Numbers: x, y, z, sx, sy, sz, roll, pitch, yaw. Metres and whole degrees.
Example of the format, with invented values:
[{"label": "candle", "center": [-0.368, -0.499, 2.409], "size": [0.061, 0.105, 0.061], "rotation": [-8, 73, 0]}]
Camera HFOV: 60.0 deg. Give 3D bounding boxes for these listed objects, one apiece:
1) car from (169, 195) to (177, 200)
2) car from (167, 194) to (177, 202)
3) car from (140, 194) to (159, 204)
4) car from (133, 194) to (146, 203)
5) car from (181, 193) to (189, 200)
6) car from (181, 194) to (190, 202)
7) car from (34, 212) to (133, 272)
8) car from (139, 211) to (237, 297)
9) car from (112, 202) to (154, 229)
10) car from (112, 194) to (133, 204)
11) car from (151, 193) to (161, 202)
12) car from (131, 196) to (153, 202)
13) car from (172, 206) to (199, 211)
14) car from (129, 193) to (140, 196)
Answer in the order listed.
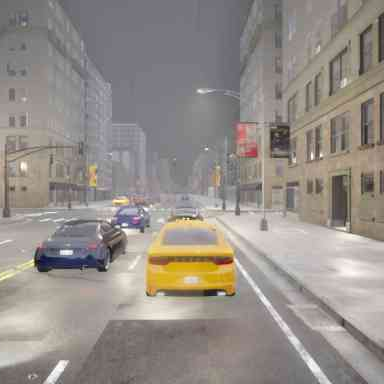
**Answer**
[{"label": "car", "center": [-5.115, 1.438, 90.644], "size": [2.033, 1.411, 5.357], "rotation": [0, 0, -1]}, {"label": "car", "center": [-4.905, 1.381, 80.613], "size": [2.097, 1.767, 4.553], "rotation": [0, 0, -1]}, {"label": "car", "center": [-7.800, 1.574, 60.791], "size": [2.033, 1.411, 5.357], "rotation": [0, 0, -1]}, {"label": "car", "center": [-11.208, 1.384, 71.110], "size": [2.097, 1.767, 4.553], "rotation": [0, 0, -1]}, {"label": "car", "center": [-1.866, 1.254, 90.682], "size": [2.097, 1.767, 4.553], "rotation": [0, 0, -1]}, {"label": "car", "center": [-1.656, 1.381, 80.681], "size": [2.097, 1.767, 4.553], "rotation": [0, 0, -1]}, {"label": "car", "center": [-3.353, 1.567, 10.778], "size": [1.994, 1.385, 4.181], "rotation": [0, 0, -1]}, {"label": "car", "center": [-0.052, 1.480, 8.639], "size": [1.882, 1.535, 5.008], "rotation": [0, 0, -1]}, {"label": "car", "center": [-3.530, 1.532, 19.520], "size": [1.812, 1.442, 4.674], "rotation": [0, 0, -1]}, {"label": "car", "center": [-10.886, 1.501, 51.186], "size": [1.882, 1.535, 5.008], "rotation": [0, 0, -1]}, {"label": "car", "center": [-7.961, 1.254, 71.265], "size": [2.150, 2.045, 5.566], "rotation": [0, 0, -1]}, {"label": "car", "center": [-7.632, 1.624, 51.147], "size": [1.895, 1.301, 4.718], "rotation": [0, 0, -1]}, {"label": "car", "center": [-0.350, 1.510, 18.120], "size": [1.837, 1.490, 4.892], "rotation": [0, 0, -1]}, {"label": "car", "center": [-11.059, 1.248, 61.121], "size": [2.150, 2.045, 5.566], "rotation": [0, 0, -1]}]
